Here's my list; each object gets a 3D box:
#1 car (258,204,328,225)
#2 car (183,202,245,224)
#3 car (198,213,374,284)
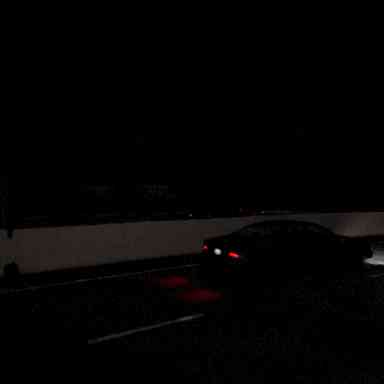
[{"bbox_3d":[7.207,1.543,23.697,4.718,1.301,1.895,0,0,-24],"label":"car"},{"bbox_3d":[1.666,1.493,24.856,4.181,1.385,1.994,0,0,-26],"label":"car"},{"bbox_3d":[2.808,1.524,9.480,5.357,1.411,2.033,0,0,-30],"label":"car"}]
